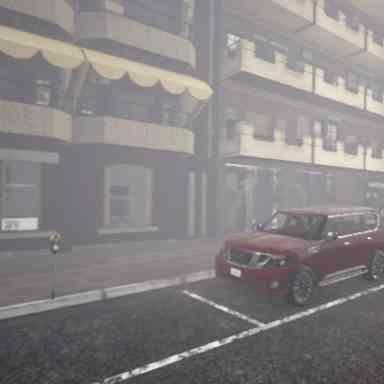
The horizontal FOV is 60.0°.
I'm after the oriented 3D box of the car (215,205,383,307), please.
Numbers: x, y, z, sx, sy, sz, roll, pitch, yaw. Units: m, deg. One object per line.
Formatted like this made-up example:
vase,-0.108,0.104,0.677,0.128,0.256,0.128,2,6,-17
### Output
car,2.937,1.294,8.161,5.009,1.841,2.192,0,2,-35
